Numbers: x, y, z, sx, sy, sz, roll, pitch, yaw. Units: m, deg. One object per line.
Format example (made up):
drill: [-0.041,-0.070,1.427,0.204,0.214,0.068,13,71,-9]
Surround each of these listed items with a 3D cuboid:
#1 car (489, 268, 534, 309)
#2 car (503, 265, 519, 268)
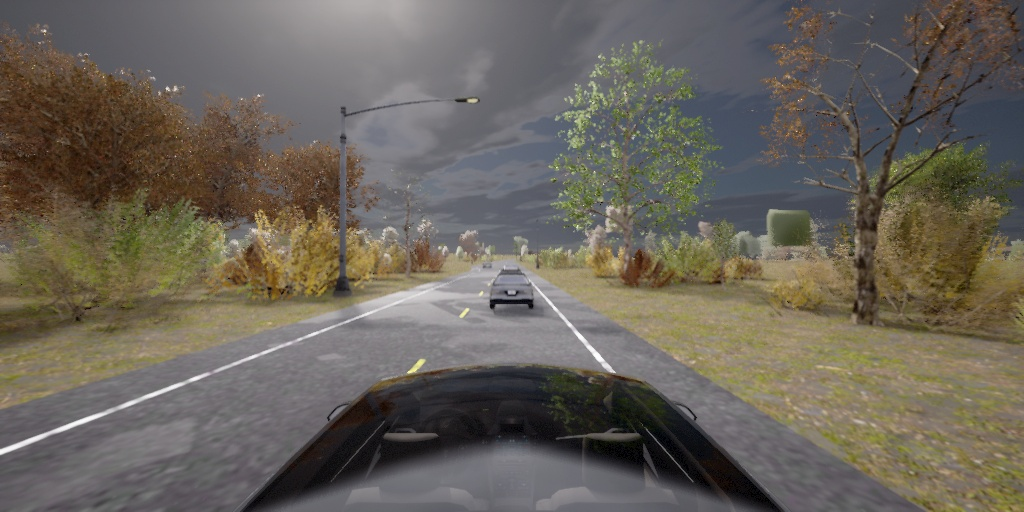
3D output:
car: [-0.014,1.430,15.844,2.033,1.411,5.357,0,-1,0]
car: [-0.072,1.518,31.150,2.128,1.511,4.902,0,0,0]
